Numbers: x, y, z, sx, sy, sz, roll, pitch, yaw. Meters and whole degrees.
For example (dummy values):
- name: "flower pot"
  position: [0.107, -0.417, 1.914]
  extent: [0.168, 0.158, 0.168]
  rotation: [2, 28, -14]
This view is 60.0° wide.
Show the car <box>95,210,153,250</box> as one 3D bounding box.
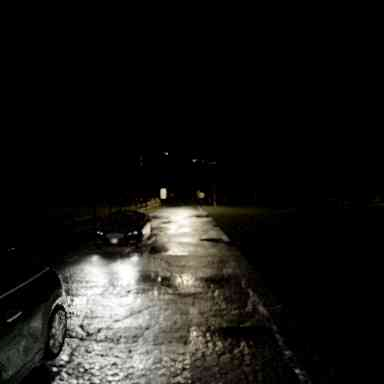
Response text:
- name: "car"
  position: [-2.889, 1.565, 14.849]
  extent: [2.128, 1.511, 4.902]
  rotation: [0, 0, 0]

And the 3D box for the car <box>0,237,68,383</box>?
- name: "car"
  position: [-2.858, 1.368, 2.955]
  extent: [2.097, 1.767, 4.553]
  rotation: [0, 0, 0]
